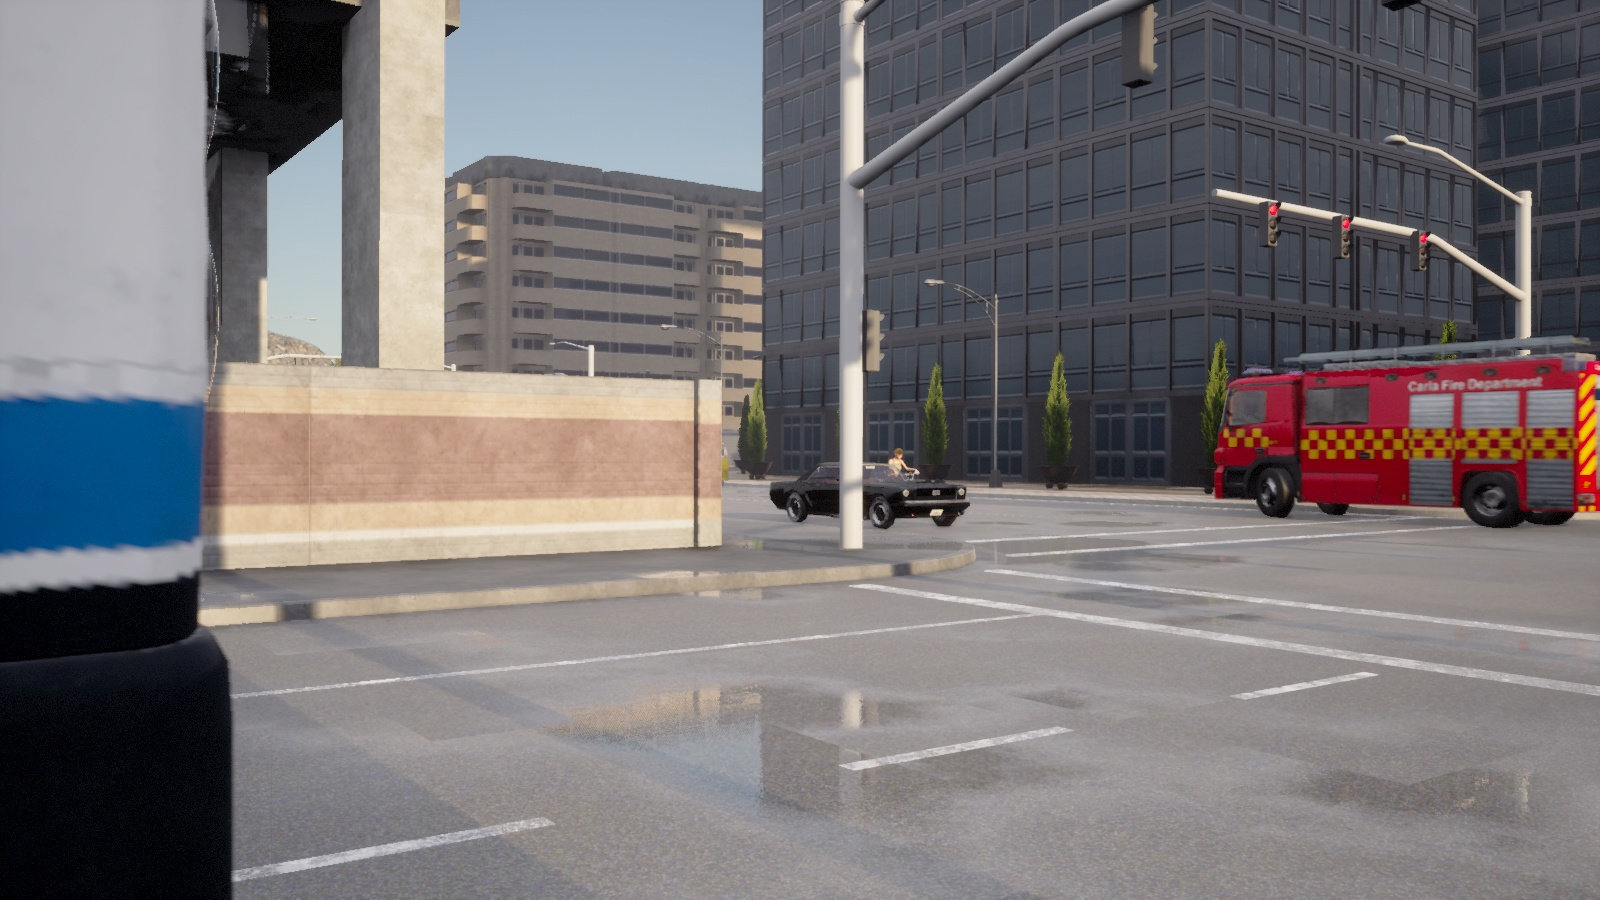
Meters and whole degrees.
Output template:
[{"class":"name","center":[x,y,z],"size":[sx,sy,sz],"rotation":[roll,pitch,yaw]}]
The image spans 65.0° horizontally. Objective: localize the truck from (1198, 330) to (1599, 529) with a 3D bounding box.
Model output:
[{"class":"truck","center":[13.456,-0.379,28.389],"size":[2.891,3.827,8.468],"rotation":[0,0,-35]}]

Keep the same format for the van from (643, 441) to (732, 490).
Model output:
[{"class":"van","center":[-4.824,0.638,53.304],"size":[1.775,1.987,4.442],"rotation":[0,0,-35]}]

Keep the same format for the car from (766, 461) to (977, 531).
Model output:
[{"class":"car","center":[1.379,0.907,26.381],"size":[1.895,1.301,4.718],"rotation":[0,0,-35]}]
